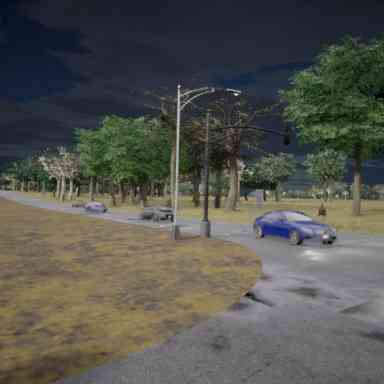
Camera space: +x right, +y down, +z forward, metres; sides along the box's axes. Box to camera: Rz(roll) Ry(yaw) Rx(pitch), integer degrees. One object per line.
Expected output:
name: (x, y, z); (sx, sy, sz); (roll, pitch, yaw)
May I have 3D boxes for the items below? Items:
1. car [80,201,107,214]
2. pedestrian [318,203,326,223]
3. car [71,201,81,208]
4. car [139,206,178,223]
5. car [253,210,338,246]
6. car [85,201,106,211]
car: (-12.426, 1.995, 42.720); (1.812, 1.442, 4.674); (3, -2, -34)
pedestrian: (9.301, 1.714, 23.824); (0.375, 1.860, 0.375); (1, -1, -34)
car: (-21.382, 2.306, 62.776); (1.994, 1.385, 4.181); (3, -2, -34)
car: (-2.892, 1.870, 28.395); (1.994, 1.385, 4.181); (3, -2, -34)
car: (4.544, 1.583, 15.436); (1.812, 1.442, 4.674); (2, -2, -20)
car: (-15.823, 2.252, 54.466); (1.994, 1.385, 4.181); (3, -2, -35)
